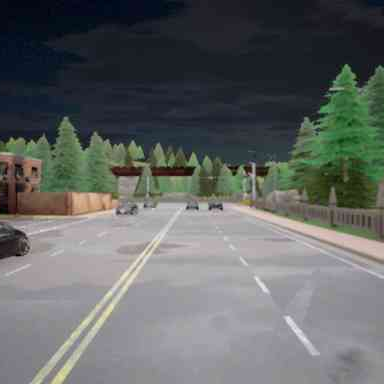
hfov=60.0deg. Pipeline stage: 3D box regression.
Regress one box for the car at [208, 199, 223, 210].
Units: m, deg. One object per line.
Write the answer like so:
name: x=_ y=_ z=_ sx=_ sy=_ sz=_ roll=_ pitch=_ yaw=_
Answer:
car: x=3.588 y=1.874 z=51.017 sx=2.097 sy=1.767 sz=4.553 roll=0 pitch=-1 yaw=0

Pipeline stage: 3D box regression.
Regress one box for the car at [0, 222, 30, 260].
car: x=-7.103 y=1.676 z=10.837 sx=1.994 sy=1.385 sz=4.181 roll=0 pitch=-1 yaw=0

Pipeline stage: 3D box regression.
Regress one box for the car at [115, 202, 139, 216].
car: x=-7.173 y=1.872 z=37.135 sx=2.128 sy=1.511 sz=4.902 roll=0 pitch=-1 yaw=1

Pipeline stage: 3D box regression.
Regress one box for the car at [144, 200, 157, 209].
car: x=-7.014 y=2.093 z=56.449 sx=2.128 sy=1.511 sz=4.902 roll=0 pitch=-1 yaw=0

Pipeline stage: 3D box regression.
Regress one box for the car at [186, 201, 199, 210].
car: x=0.087 y=2.092 z=51.671 sx=1.994 sy=1.385 sz=4.181 roll=0 pitch=-1 yaw=0
